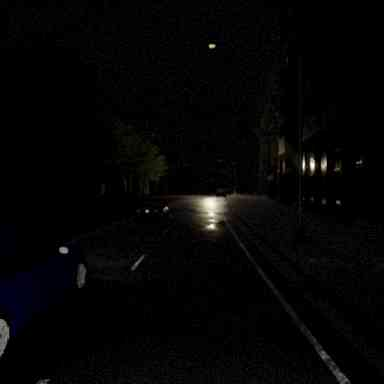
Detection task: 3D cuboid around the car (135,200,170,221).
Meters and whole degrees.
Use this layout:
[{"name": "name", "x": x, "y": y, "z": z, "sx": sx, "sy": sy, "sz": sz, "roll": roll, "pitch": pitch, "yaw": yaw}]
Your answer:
[{"name": "car", "x": -2.747, "y": 1.254, "z": 23.903, "sx": 2.033, "sy": 1.411, "sz": 5.357, "roll": 0, "pitch": 1, "yaw": 3}]

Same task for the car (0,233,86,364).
[{"name": "car", "x": -3.327, "y": 1.415, "z": 5.545, "sx": 1.882, "sy": 1.535, "sz": 5.008, "roll": 0, "pitch": 1, "yaw": 1}]

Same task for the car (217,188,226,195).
[{"name": "car", "x": 7.455, "y": -0.126, "z": 84.541, "sx": 1.882, "sy": 1.535, "sz": 5.008, "roll": 0, "pitch": 1, "yaw": 10}]

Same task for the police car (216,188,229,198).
[{"name": "police car", "x": 5.746, "y": 0.303, "z": 65.387, "sx": 1.930, "sy": 1.638, "sz": 5.238, "roll": 0, "pitch": 1, "yaw": 8}]
